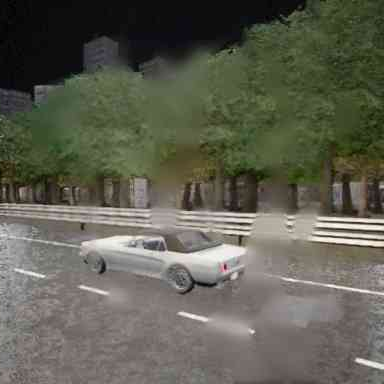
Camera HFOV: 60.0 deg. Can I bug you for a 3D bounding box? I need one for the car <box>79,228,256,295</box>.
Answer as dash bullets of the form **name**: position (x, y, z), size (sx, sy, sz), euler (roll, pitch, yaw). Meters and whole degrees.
- **car**: position (-0.853, 1.603, 8.777), size (4.718, 1.301, 1.895), euler (0, 0, 35)
